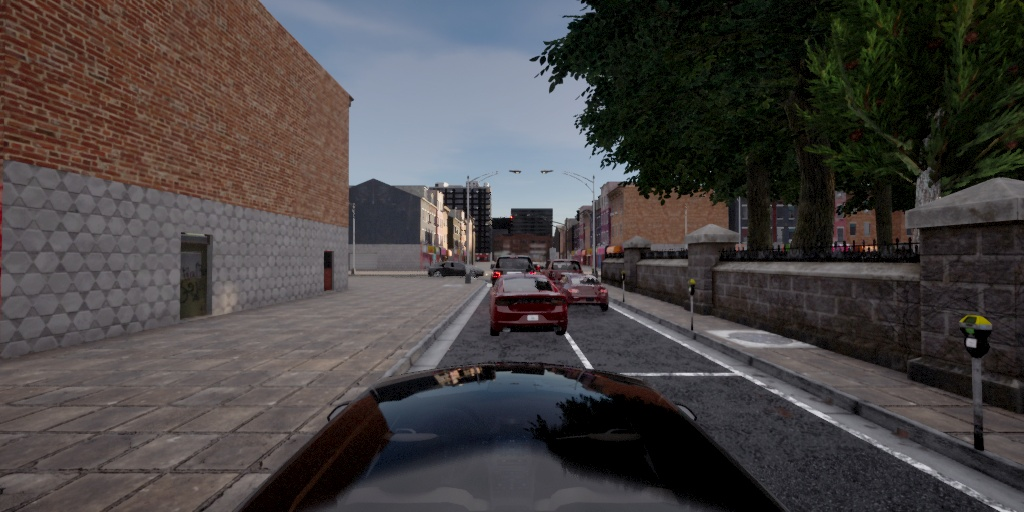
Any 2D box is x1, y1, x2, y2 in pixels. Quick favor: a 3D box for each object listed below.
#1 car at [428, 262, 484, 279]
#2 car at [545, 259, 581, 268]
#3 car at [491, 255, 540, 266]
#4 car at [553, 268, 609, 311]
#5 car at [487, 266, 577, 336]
[{"bbox_3d":[-4.873,1.263,31.365,4.892,1.490,1.837,0,-1,0],"label":"car"},{"bbox_3d":[2.666,1.074,19.758,2.192,1.841,5.009,0,0,0],"label":"car"},{"bbox_3d":[0.109,0.979,18.067,2.150,2.045,5.566,0,0,0],"label":"car"},{"bbox_3d":[2.658,1.336,14.309,1.802,1.307,4.207,0,0,0],"label":"car"},{"bbox_3d":[0.290,1.230,10.490,1.882,1.535,5.008,0,0,-4],"label":"car"}]
